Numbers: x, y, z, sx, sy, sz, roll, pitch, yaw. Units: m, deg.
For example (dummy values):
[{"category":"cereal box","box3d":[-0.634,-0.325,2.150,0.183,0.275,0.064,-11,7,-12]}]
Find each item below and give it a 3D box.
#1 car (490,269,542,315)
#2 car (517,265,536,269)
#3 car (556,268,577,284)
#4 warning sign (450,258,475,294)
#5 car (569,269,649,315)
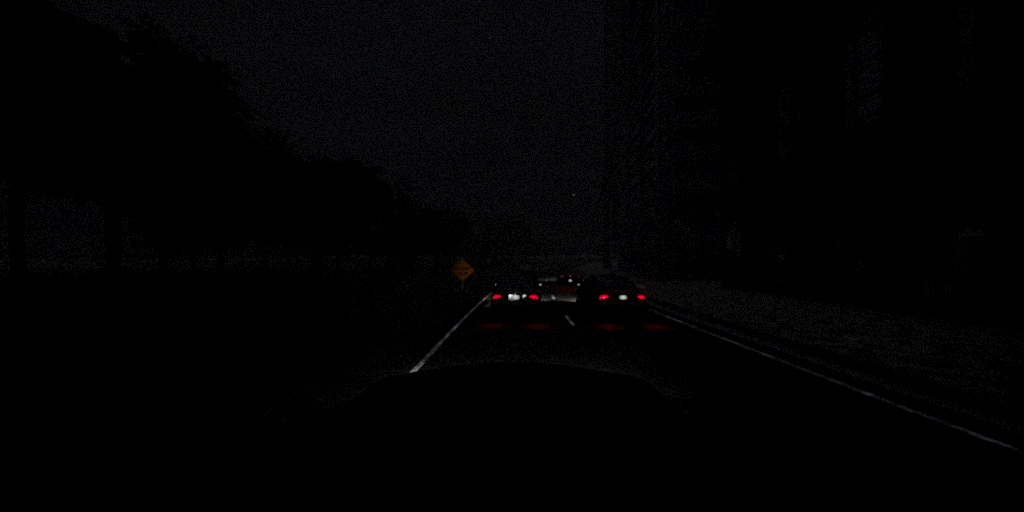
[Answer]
[{"category":"car","box3d":[0.222,1.425,14.267,2.033,1.411,5.357,0,-1,3]},{"category":"car","box3d":[1.269,1.499,30.878,1.882,1.535,5.008,0,0,6]},{"category":"car","box3d":[4.658,1.615,29.618,1.895,1.301,4.718,0,0,5]},{"category":"warning sign","box3d":[-2.637,1.037,19.083,1.300,1.860,1.060,0,0,3]},{"category":"car","box3d":[3.722,1.425,14.174,2.033,1.411,5.357,0,-1,3]}]
